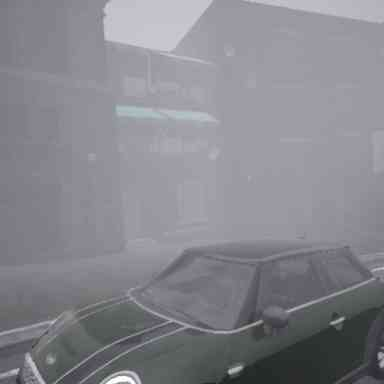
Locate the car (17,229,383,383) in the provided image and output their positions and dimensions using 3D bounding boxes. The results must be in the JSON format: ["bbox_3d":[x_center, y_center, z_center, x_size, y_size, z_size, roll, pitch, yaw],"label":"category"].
[{"bbox_3d":[0.492,1.420,3.943,4.553,1.767,2.097,0,-1,-37],"label":"car"}]
